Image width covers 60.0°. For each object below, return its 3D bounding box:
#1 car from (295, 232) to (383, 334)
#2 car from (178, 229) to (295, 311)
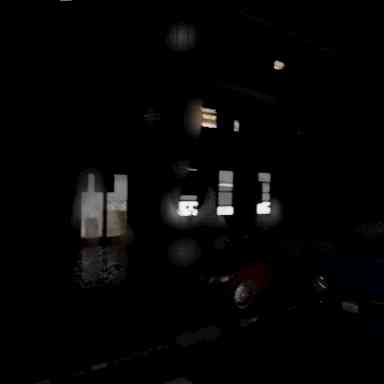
[{"bbox_3d":[4.434,1.462,6.394,5.008,1.535,1.882,0,0,-34],"label":"car"},{"bbox_3d":[1.677,1.560,7.631,4.206,1.307,1.802,0,1,-34],"label":"car"}]
